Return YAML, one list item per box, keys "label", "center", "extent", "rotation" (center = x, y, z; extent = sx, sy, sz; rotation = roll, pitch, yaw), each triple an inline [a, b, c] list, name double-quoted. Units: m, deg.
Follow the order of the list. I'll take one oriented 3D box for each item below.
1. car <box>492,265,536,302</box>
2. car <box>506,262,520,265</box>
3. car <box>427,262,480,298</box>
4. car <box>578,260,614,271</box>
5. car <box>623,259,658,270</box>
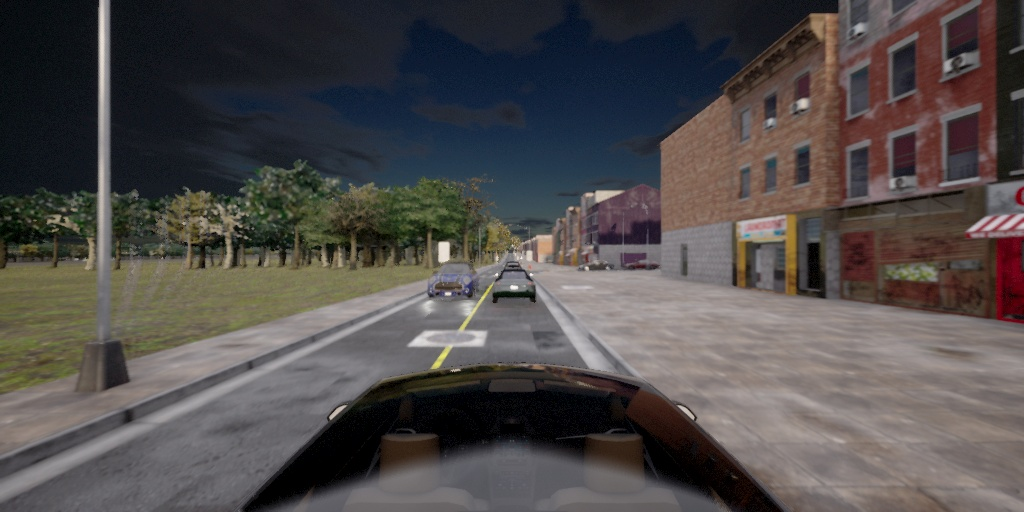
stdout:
- label: "car"
  center: [0.098, 1.311, 17.167]
  extent: [1.994, 1.385, 4.181]
  rotation: [0, 0, 0]
- label: "car"
  center: [0.097, 1.327, 36.672]
  extent: [1.837, 1.490, 4.892]
  rotation: [0, 0, 0]
- label: "car"
  center: [-2.837, 1.099, 18.229]
  extent: [2.097, 1.767, 4.553]
  rotation: [0, 0, 0]
- label: "car"
  center: [10.444, 1.146, 44.527]
  extent: [4.403, 1.370, 2.007]
  rotation: [0, 0, 0]
- label: "car"
  center: [15.974, 1.058, 44.524]
  extent: [4.207, 1.307, 1.802]
  rotation: [0, 0, 0]
